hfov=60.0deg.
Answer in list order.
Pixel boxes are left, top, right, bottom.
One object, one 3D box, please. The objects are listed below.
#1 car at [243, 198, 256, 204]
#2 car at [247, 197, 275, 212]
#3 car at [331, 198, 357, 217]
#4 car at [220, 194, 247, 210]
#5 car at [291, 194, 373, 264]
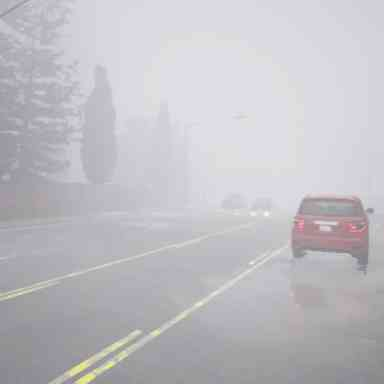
[{"bbox_3d":[12.924,1.984,75.369,1.994,1.385,4.181,1,-2,-3],"label":"car"},{"bbox_3d":[7.242,1.204,33.532,2.033,1.411,5.357,1,0,20],"label":"car"},{"bbox_3d":[13.229,1.295,29.146,1.812,1.442,4.674,1,0,21],"label":"car"},{"bbox_3d":[4.554,0.959,36.623,2.097,1.767,4.553,1,0,18],"label":"car"},{"bbox_3d":[5.052,1.105,11.756,2.150,2.045,5.566,1,1,28],"label":"car"}]
